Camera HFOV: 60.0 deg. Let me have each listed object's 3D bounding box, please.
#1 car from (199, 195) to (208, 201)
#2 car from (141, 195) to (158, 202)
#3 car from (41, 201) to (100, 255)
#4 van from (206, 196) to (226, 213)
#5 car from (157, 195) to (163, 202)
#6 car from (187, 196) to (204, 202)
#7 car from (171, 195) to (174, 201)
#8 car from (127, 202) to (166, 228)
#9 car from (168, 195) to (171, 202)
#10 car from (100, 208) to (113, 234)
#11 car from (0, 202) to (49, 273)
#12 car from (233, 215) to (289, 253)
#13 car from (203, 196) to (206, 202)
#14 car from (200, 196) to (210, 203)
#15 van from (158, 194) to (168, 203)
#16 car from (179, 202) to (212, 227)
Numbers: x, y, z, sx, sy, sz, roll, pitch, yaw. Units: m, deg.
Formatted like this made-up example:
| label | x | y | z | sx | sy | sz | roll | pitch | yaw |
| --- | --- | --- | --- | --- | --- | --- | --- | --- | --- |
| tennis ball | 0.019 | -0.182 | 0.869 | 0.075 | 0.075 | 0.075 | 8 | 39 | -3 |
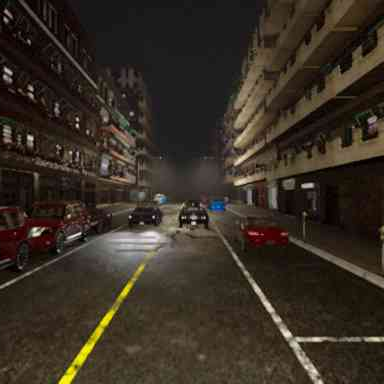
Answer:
| label | x | y | z | sx | sy | sz | roll | pitch | yaw |
| --- | --- | --- | --- | --- | --- | --- | --- | --- | --- |
| car | 2.682 | 1.520 | 80.340 | 2.008 | 1.369 | 4.403 | 1 | 0 | 0 |
| car | -5.672 | 1.509 | 41.213 | 1.752 | 1.417 | 4.829 | 1 | 0 | 0 |
| car | -5.673 | 1.309 | 13.527 | 2.192 | 1.841 | 5.009 | 1 | 0 | 0 |
| van | 2.713 | 1.327 | 35.770 | 1.690 | 1.788 | 3.998 | 1 | 0 | 0 |
| car | -5.671 | 1.547 | 46.954 | 1.947 | 1.339 | 4.313 | 1 | 0 | 0 |
| car | 0.107 | 1.530 | 42.048 | 2.033 | 1.411 | 5.357 | 0 | 0 | 0 |
| car | -5.666 | 1.522 | 74.810 | 2.008 | 1.369 | 4.403 | 1 | 0 | 0 |
| car | -3.031 | 1.592 | 22.392 | 1.895 | 1.301 | 4.718 | 0 | 0 | 1 |
| car | -5.668 | 1.526 | 63.666 | 2.008 | 1.369 | 4.403 | 1 | 0 | 0 |
| car | -5.676 | 1.574 | 19.099 | 1.802 | 1.307 | 4.206 | 1 | 0 | 0 |
| car | -5.674 | 1.312 | 7.955 | 2.192 | 1.841 | 5.009 | 1 | 0 | 0 |
| car | 2.703 | 1.576 | 13.486 | 1.802 | 1.307 | 4.206 | 1 | 0 | 0 |
| car | 2.716 | 1.509 | 41.512 | 1.752 | 1.417 | 4.829 | 1 | 0 | 0 |
| car | 2.680 | 1.555 | 69.198 | 1.802 | 1.307 | 4.206 | 1 | 0 | 0 |
| van | -5.667 | 1.318 | 58.096 | 1.690 | 1.788 | 3.998 | 1 | 0 | 0 |
| car | 0.105 | 1.591 | 22.458 | 1.895 | 1.301 | 4.718 | 0 | 0 | 0 |
